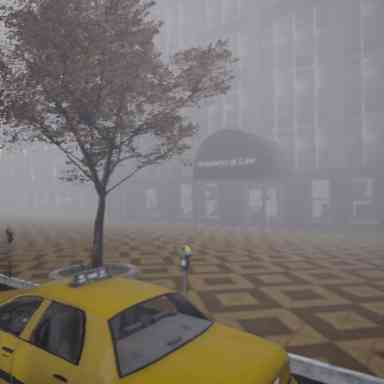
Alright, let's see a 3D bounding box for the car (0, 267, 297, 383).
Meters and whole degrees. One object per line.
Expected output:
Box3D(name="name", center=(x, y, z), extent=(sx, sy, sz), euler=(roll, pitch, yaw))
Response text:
Box3D(name="car", center=(-1.333, 1.559, 3.828), extent=(4.829, 1.417, 1.752), euler=(-1, -1, 35))
